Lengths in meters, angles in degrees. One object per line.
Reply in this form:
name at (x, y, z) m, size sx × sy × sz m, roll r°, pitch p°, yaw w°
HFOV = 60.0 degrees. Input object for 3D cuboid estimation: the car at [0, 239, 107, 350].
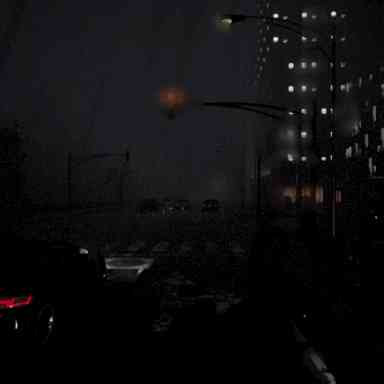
car at (-3.024, 1.563, 6.236) m, size 1.994 × 1.385 × 4.181 m, roll 0°, pitch 0°, yaw 1°

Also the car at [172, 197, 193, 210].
car at (-0.900, 1.591, 41.350) m, size 1.895 × 1.301 × 4.718 m, roll 0°, pitch 0°, yaw 5°

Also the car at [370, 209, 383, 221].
car at (15.018, 1.435, 22.953) m, size 4.718 × 1.301 × 1.895 m, roll 0°, pitch 0°, yaw 5°

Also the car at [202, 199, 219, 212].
car at (2.131, 1.538, 38.373) m, size 2.033 × 1.411 × 5.357 m, roll 0°, pitch 0°, yaw 4°

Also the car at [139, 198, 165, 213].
car at (-4.629, 1.467, 37.269) m, size 1.882 × 1.535 × 5.008 m, roll 0°, pitch 0°, yaw 3°

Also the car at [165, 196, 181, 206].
car at (-3.530, 1.482, 51.791) m, size 2.128 × 1.511 × 4.902 m, roll 0°, pitch 0°, yaw 5°
